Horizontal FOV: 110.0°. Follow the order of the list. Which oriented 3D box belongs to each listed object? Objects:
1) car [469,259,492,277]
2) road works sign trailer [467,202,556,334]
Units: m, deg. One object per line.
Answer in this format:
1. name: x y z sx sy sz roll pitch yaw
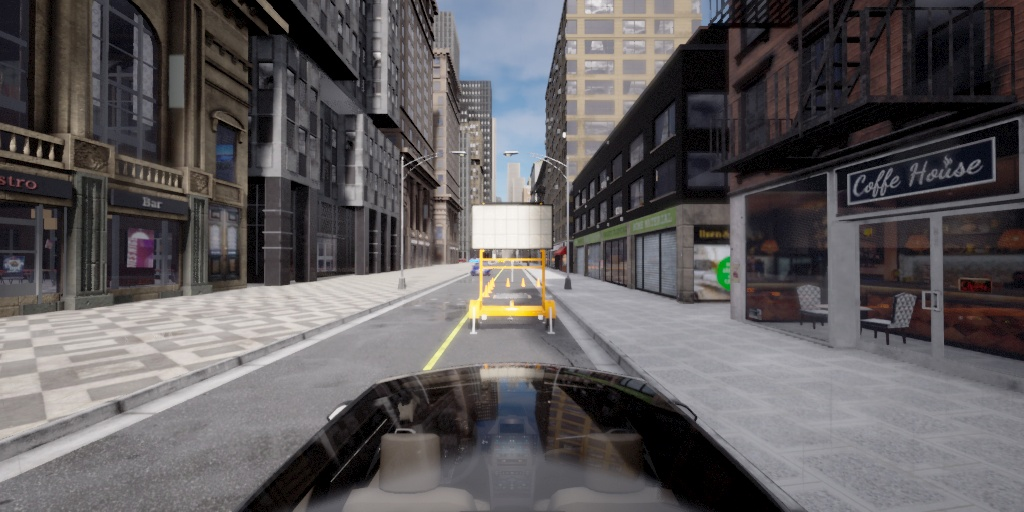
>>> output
1. car: -3.070 1.305 36.286 1.812 1.442 4.674 0 0 0
2. road works sign trailer: 0.011 0.216 10.613 2.380 3.560 2.880 0 0 0
